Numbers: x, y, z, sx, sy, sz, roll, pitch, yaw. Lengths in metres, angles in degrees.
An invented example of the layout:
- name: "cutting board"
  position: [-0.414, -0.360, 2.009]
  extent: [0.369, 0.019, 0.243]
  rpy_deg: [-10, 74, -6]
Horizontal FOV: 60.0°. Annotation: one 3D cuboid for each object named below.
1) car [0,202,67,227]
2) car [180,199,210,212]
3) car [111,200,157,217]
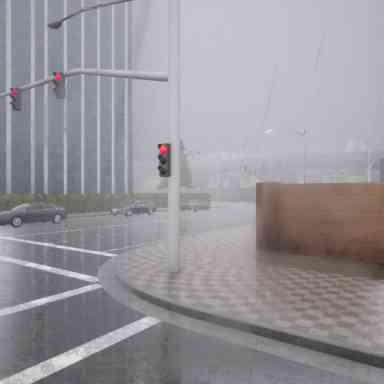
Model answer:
- name: "car"
  position: [-11.062, 1.505, 22.959]
  extent: [1.837, 1.490, 4.892]
  rpy_deg: [0, 0, 35]
- name: "car"
  position: [0.415, 1.564, 39.099]
  extent: [1.994, 1.385, 4.181]
  rpy_deg: [0, 0, 35]
- name: "car"
  position: [-5.357, 1.491, 30.992]
  extent: [2.128, 1.511, 4.902]
  rpy_deg: [0, 0, 35]
